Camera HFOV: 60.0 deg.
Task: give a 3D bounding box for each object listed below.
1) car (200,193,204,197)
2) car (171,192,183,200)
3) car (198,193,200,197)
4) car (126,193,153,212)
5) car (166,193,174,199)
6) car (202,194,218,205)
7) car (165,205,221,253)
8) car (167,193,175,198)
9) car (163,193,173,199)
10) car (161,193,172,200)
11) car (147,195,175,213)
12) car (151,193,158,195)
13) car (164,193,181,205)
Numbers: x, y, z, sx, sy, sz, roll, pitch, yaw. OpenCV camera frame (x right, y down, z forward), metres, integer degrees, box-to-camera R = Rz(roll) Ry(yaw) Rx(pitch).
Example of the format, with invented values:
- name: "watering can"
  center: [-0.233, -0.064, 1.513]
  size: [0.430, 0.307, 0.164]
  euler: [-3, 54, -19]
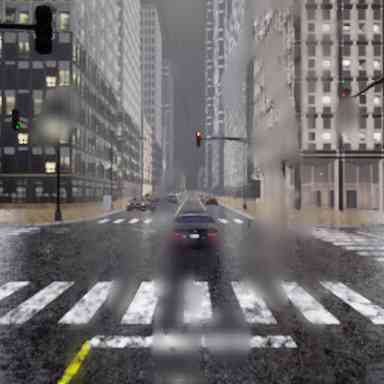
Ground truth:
- name: "car"
  center: [2.726, 1.140, 57.609]
  size: [1.752, 1.417, 4.829]
  euler: [1, 0, 0]
- name: "car"
  center: [-2.976, 0.713, 66.151]
  size: [2.033, 1.411, 5.357]
  euler: [0, 0, 0]
- name: "car"
  center: [2.727, 1.145, 63.017]
  size: [1.947, 1.339, 4.313]
  euler: [1, 0, 0]
- name: "car"
  center: [-5.661, 1.205, 35.074]
  size: [1.967, 1.590, 4.097]
  euler: [1, 0, 0]
- name: "car"
  center: [-5.645, 0.977, 85.250]
  size: [1.887, 1.381, 4.507]
  euler: [1, 0, 0]
- name: "car"
  center: [2.720, 1.272, 46.284]
  size: [1.802, 1.307, 4.206]
  euler: [1, 0, 0]
- name: "car"
  center: [0.095, 1.458, 13.251]
  size: [2.033, 1.411, 5.357]
  euler: [0, 0, 0]
- name: "car"
  center: [-5.643, 0.946, 90.825]
  size: [2.008, 1.369, 4.403]
  euler: [1, 0, 0]
- name: "car"
  center: [-5.647, 1.019, 79.675]
  size: [2.008, 1.369, 4.403]
  euler: [1, 0, 0]
- name: "car"
  center: [-5.649, 1.050, 74.100]
  size: [1.887, 1.381, 4.507]
  euler: [1, 0, 0]
- name: "car"
  center: [-3.084, 1.298, 33.901]
  size: [1.812, 1.442, 4.674]
  euler: [0, 0, 0]
- name: "car"
  center: [-5.654, 1.006, 46.224]
  size: [2.192, 1.841, 5.009]
  euler: [1, 0, 0]
- name: "car"
  center: [-3.061, 1.168, 50.395]
  size: [1.837, 1.490, 4.892]
  euler: [0, 0, 0]
